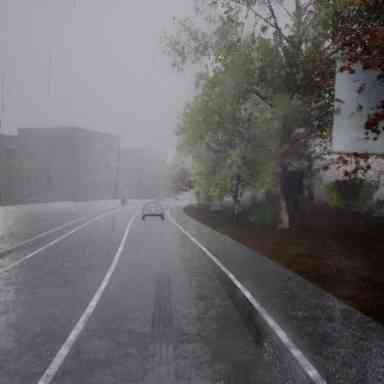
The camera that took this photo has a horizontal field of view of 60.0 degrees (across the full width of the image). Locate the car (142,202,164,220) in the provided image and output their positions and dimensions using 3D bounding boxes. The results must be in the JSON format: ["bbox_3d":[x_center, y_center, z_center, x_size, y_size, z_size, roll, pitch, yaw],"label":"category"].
[{"bbox_3d":[-3.393,1.580,29.134,2.033,1.411,5.357,-1,0,-7],"label":"car"}]
